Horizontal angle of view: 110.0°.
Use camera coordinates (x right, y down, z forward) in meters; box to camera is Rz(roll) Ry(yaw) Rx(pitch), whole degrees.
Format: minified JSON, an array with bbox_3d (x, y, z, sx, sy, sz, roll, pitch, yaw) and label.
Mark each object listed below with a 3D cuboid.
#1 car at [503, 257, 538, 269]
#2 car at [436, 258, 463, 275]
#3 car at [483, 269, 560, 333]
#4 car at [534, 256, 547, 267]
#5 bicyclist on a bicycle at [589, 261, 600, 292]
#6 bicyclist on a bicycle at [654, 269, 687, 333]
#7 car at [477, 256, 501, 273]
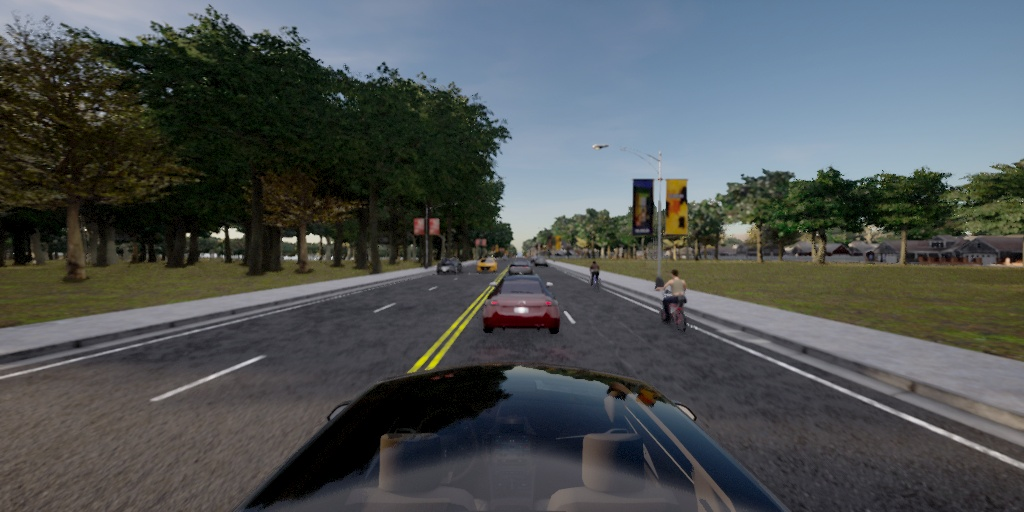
[{"bbox_3d":[0.668,1.049,28.523,2.128,1.511,4.902,0,0,1],"label":"car"},{"bbox_3d":[-5.903,0.974,34.238,2.128,1.511,4.902,0,0,1],"label":"car"},{"bbox_3d":[0.270,1.250,10.576,1.994,1.385,4.181,0,0,1],"label":"car"},{"bbox_3d":[4.551,0.955,57.109,1.994,1.385,4.181,0,0,1],"label":"car"},{"bbox_3d":[4.513,1.095,19.548,0.582,1.620,1.656,0,0,1],"label":"bicyclist on a bicycle"},{"bbox_3d":[4.316,1.151,9.605,0.866,1.612,1.509,0,0,1],"label":"bicyclist on a bicycle"},{"bbox_3d":[-2.572,0.954,37.803,1.882,1.535,5.008,0,0,1],"label":"car"}]
